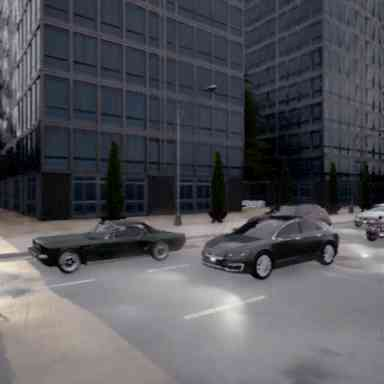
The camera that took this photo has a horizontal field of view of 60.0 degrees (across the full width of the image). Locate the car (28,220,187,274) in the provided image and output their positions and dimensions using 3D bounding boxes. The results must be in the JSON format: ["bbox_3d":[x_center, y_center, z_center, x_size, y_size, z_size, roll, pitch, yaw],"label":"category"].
[{"bbox_3d":[-2.604,1.600,10.726,4.718,1.301,1.895,0,0,-35],"label":"car"}]

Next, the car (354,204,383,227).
[{"bbox_3d":[12.285,1.515,21.298,4.674,1.442,1.812,0,0,-35],"label":"car"}]

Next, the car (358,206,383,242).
[{"bbox_3d":[9.880,1.518,15.309,4.674,1.442,1.812,0,0,-35],"label":"car"}]

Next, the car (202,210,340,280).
[{"bbox_3d":[2.525,1.502,10.077,4.892,1.490,1.837,0,0,-35],"label":"car"}]

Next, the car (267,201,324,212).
[{"bbox_3d":[4.642,1.346,15.886,4.553,1.767,2.097,0,0,-35],"label":"car"}]
